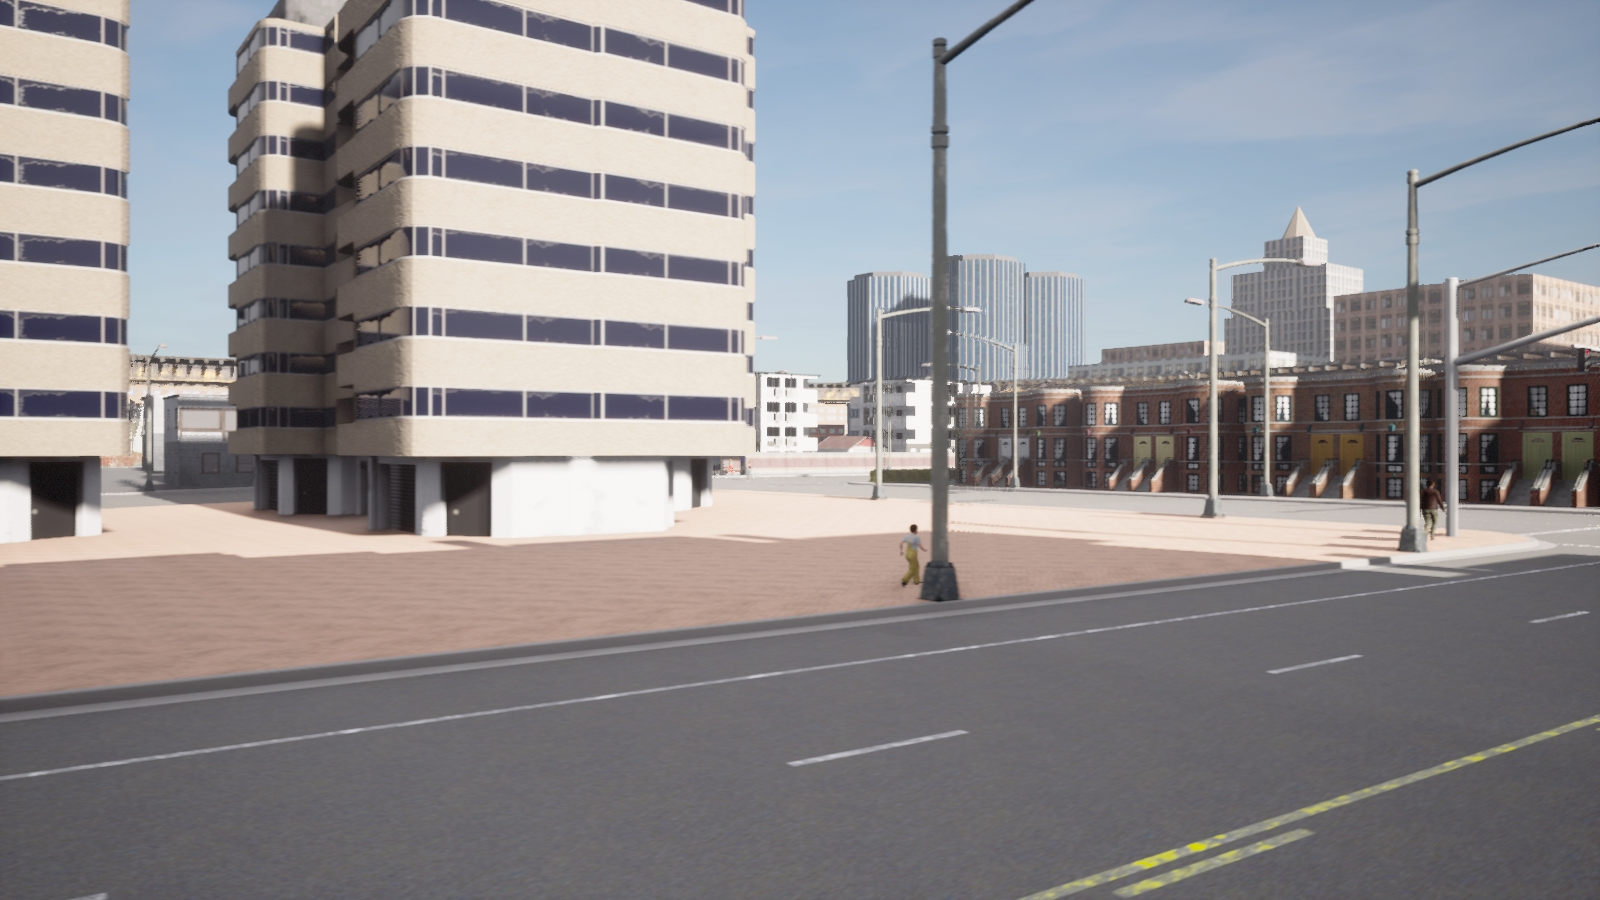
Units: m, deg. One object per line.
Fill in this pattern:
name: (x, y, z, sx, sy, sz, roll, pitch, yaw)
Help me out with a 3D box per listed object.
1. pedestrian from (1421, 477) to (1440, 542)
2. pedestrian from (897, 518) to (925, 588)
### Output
pedestrian: (18.059, 1.697, 32.723, 0.375, 1.860, 0.375, 0, 0, 43)
pedestrian: (2.139, 1.976, 22.067, 0.375, 1.300, 0.375, 0, 0, -33)
